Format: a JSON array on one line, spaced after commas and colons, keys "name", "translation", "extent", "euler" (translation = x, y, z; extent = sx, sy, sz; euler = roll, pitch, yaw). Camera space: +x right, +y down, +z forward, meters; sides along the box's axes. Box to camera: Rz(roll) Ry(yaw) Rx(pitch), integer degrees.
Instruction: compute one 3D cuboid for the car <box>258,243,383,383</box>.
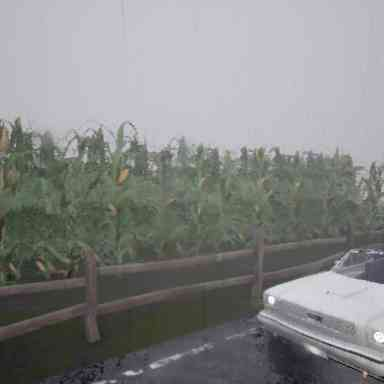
[{"name": "car", "translation": [3.264, 1.577, 5.278], "extent": [4.718, 1.301, 1.895], "euler": [0, 0, -36]}]
